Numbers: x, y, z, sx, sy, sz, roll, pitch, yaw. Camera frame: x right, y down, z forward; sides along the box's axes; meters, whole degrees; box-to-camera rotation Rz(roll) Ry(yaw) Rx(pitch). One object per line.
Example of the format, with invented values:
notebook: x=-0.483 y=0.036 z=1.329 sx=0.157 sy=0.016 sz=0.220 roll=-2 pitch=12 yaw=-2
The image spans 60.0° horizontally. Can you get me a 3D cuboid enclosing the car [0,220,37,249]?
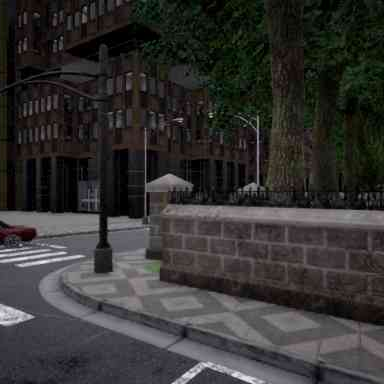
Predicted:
car: x=-9.204 y=1.746 z=13.873 sx=4.718 sy=1.301 sz=1.895 roll=2 pitch=-1 yaw=-42
